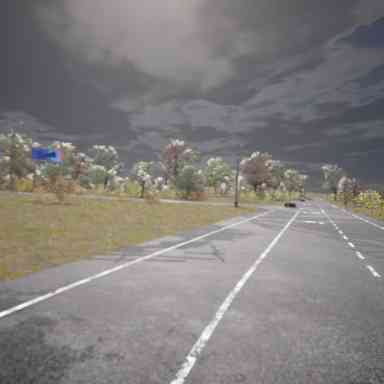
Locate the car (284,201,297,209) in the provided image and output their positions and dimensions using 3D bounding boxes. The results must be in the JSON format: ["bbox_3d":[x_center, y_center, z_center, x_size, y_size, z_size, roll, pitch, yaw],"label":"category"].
[{"bbox_3d":[17.538,2.229,59.169,1.895,1.301,4.718,2,0,20],"label":"car"}]
